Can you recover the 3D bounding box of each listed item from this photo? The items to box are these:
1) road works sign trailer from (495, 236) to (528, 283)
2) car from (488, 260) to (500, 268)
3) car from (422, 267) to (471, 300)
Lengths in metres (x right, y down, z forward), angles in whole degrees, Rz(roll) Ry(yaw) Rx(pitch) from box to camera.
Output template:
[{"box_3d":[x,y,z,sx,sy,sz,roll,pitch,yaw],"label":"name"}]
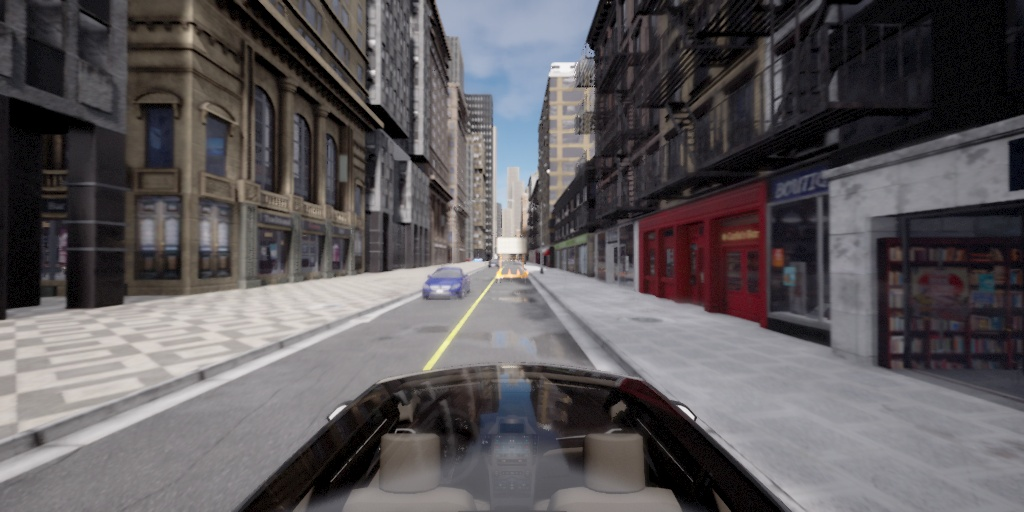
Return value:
[{"box_3d":[-0.004,0.219,27.821,2.380,3.560,2.880,0,0,0],"label":"road works sign trailer"},{"box_3d":[-3.055,1.330,60.403,1.812,1.442,4.674,0,0,1],"label":"car"},{"box_3d":[-3.105,1.276,17.779,1.812,1.442,4.674,0,0,0],"label":"car"}]
